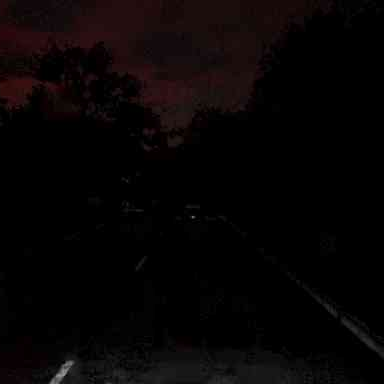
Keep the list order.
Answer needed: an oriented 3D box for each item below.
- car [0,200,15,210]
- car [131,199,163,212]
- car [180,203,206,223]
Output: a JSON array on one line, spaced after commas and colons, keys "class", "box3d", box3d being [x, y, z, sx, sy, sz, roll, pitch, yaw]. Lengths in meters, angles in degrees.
[{"class": "car", "box3d": [-24.144, 1.718, 42.031, 4.902, 1.511, 2.128, -1, -3, 1]}, {"class": "car", "box3d": [-5.689, 1.643, 41.553, 5.008, 1.535, 1.882, -1, -4, 44]}, {"class": "car", "box3d": [0.059, 1.558, 25.457, 1.812, 1.442, 4.674, 0, 0, -1]}]
